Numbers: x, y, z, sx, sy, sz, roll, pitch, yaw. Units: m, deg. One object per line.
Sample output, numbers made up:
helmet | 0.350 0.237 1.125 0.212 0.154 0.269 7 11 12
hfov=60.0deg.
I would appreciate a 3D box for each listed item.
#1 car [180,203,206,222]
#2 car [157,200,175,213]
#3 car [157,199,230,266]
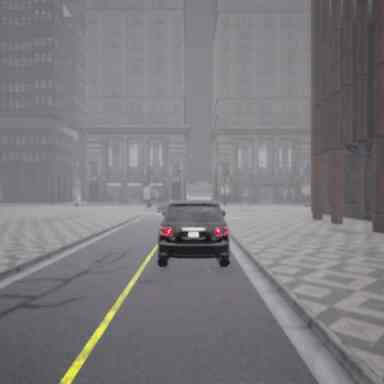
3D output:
car | 0.071 1.675 28.089 1.994 1.385 4.181 0 0 0
car | -3.075 1.674 40.113 1.837 1.490 4.892 0 -1 0
car | 0.065 1.266 11.852 2.150 2.045 5.566 0 0 0
